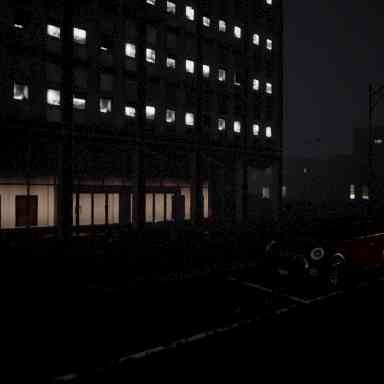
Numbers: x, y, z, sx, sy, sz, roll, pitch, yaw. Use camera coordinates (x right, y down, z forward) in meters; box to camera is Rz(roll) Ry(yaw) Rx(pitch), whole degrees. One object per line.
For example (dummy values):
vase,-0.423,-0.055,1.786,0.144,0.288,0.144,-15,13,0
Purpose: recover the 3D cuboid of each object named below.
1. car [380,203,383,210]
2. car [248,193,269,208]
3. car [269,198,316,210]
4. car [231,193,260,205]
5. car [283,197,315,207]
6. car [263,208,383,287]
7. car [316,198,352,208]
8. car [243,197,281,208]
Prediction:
car,20.217,1.465,31.229,1.812,1.442,4.674,0,0,-32
car,8.600,1.168,43.743,2.192,1.841,5.009,1,0,-35
car,11.746,1.427,39.188,2.008,1.369,4.403,1,0,-35
car,9.197,1.168,57.616,2.192,1.841,5.009,1,0,-35
car,15.492,1.481,48.507,1.802,1.307,4.206,1,0,-35
car,3.863,1.441,9.316,4.097,1.590,1.967,0,0,-36
car,18.544,1.447,44.091,1.752,1.417,4.829,1,0,-35
car,9.741,1.408,46.641,2.033,1.411,5.357,0,0,-35
